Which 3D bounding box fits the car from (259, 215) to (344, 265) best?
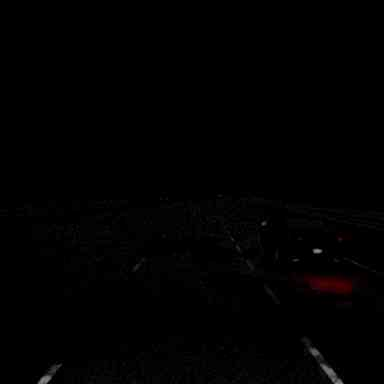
[{"bbox_3d":[3.675,1.547,12.031,1.882,1.535,5.008,0,0,2],"label":"car"}]
